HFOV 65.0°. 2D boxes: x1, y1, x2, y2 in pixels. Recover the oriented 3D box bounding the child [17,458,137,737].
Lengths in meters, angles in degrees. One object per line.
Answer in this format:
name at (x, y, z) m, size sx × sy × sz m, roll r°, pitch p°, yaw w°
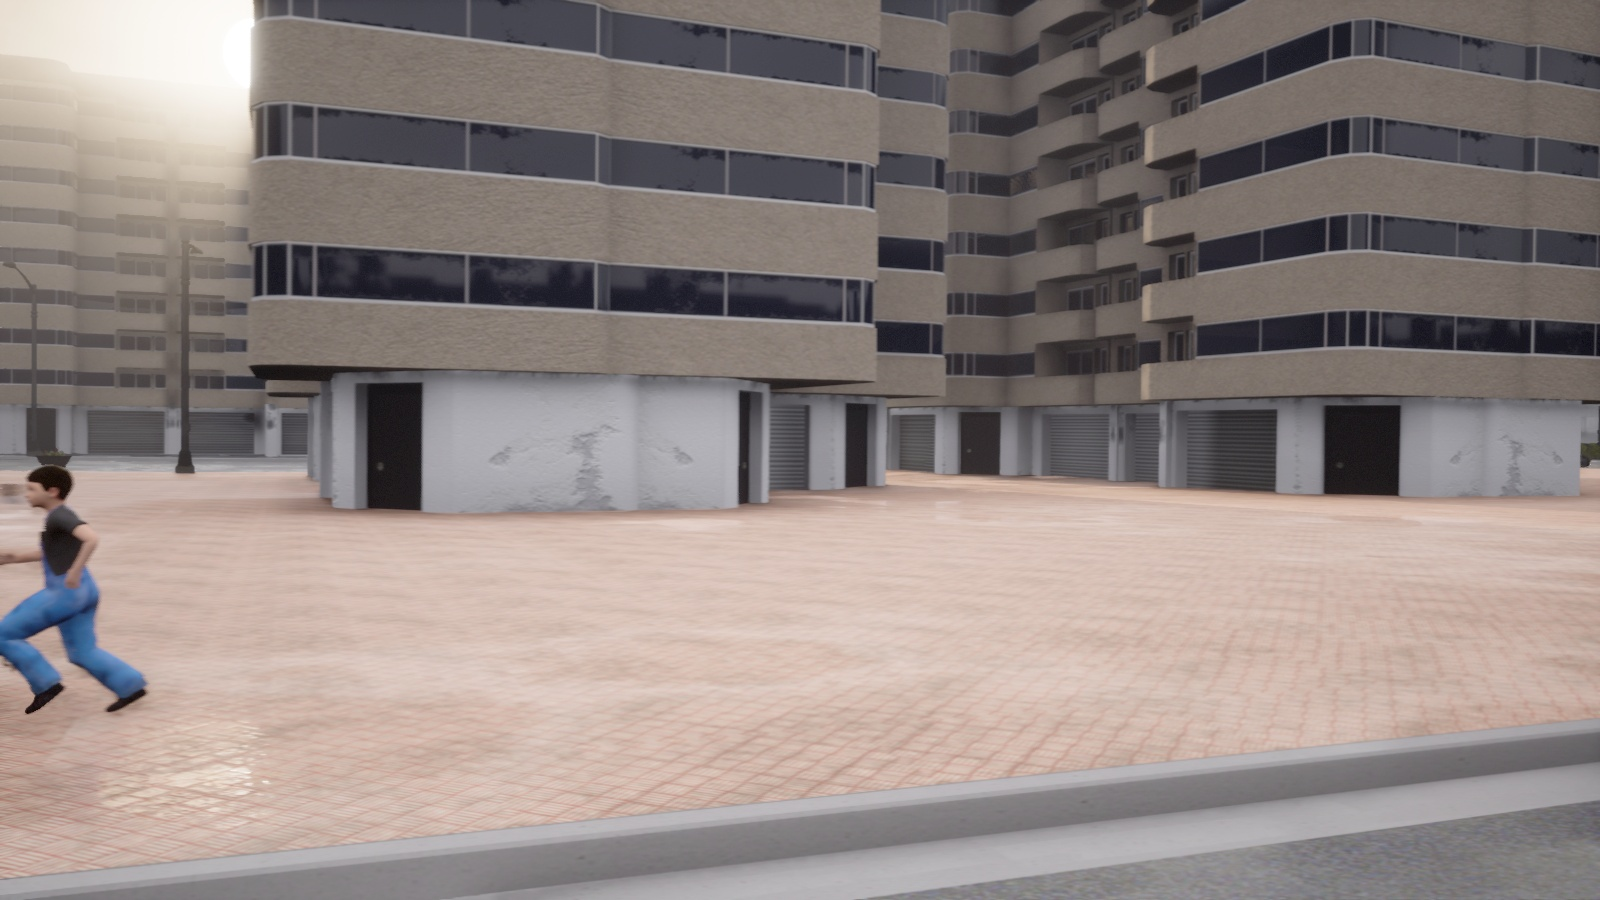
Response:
child at (-3.406, 0.676, 5.934) m, size 0.437 × 1.263 × 0.270 m, roll -1°, pitch 1°, yaw -21°
